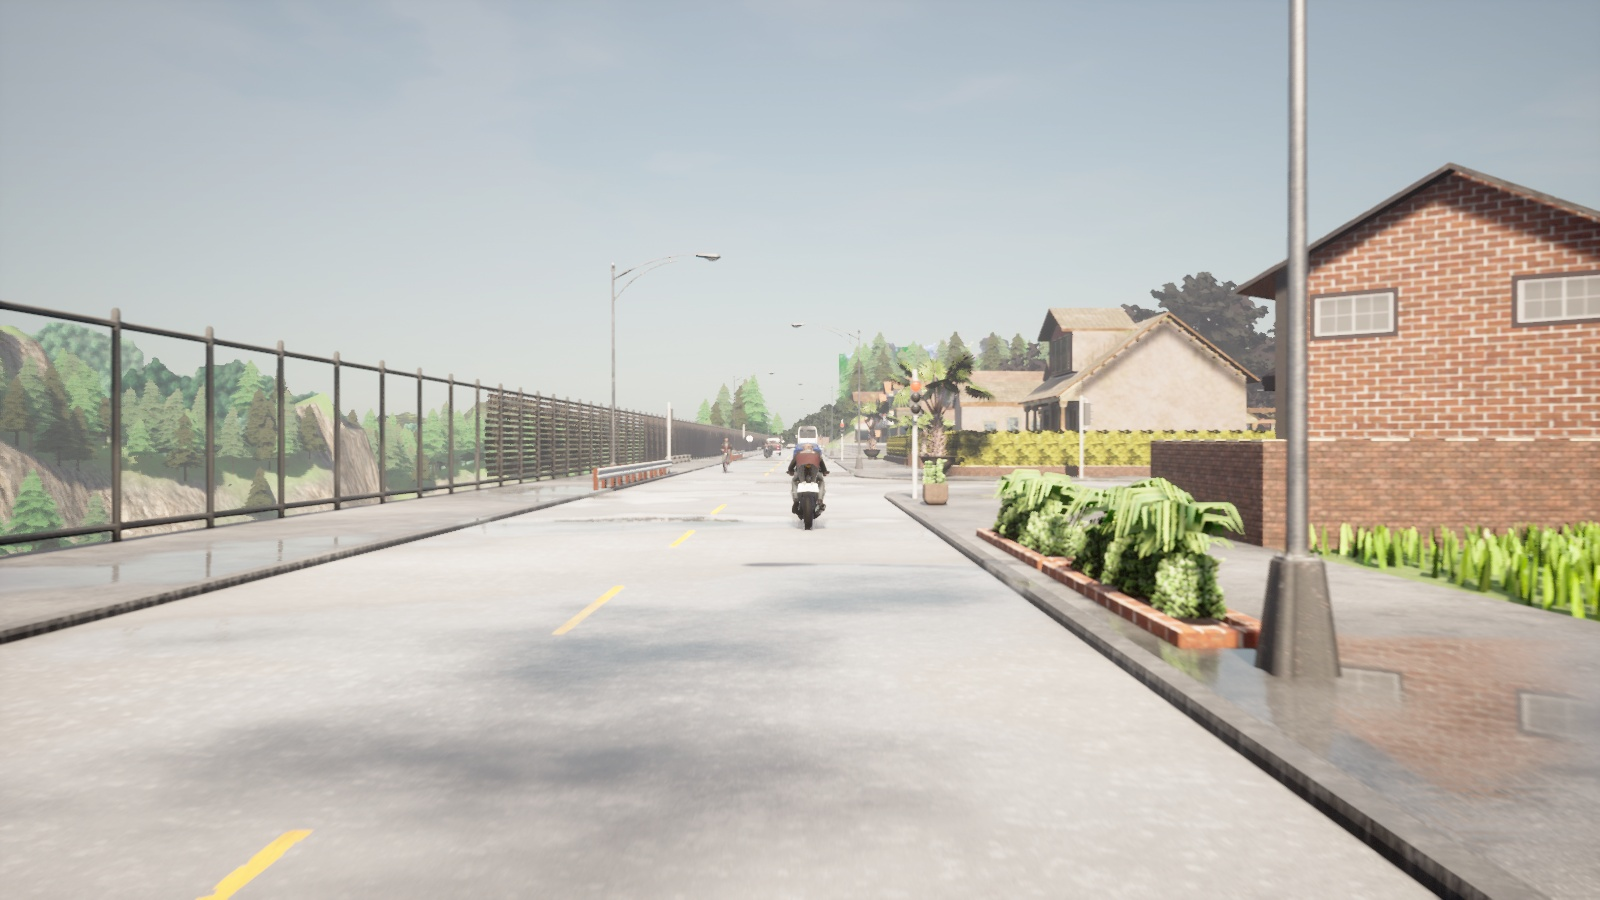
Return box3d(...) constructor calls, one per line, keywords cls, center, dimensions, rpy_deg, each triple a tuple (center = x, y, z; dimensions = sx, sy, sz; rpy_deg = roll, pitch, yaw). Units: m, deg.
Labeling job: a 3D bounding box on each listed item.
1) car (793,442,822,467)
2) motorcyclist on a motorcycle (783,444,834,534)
box3d(cls="car", center=(0.491, 0.264, 81.767), dimensions=(1.882, 1.535, 5.008), rpy_deg=(0, 0, 0))
box3d(cls="motorcyclist on a motorcycle", center=(0.143, 0.655, 22.450), dimensions=(0.866, 1.530, 2.191), rpy_deg=(0, 0, 0))
